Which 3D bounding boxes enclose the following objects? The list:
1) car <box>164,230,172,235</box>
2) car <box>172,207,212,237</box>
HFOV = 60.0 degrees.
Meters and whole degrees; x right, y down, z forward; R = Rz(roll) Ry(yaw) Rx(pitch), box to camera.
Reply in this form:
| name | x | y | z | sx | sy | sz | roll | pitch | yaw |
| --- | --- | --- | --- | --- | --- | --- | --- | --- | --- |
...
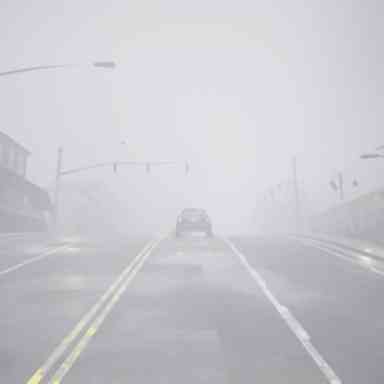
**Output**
| name | x | y | z | sx | sy | sz | roll | pitch | yaw |
| --- | --- | --- | --- | --- | --- | --- | --- | --- | --- |
| car | -1.828 | 4.854 | 36.715 | 1.895 | 1.301 | 4.718 | 6 | -14 | -24 |
| car | 0.101 | 1.832 | 20.596 | 2.097 | 1.767 | 4.553 | 0 | -6 | 0 |
